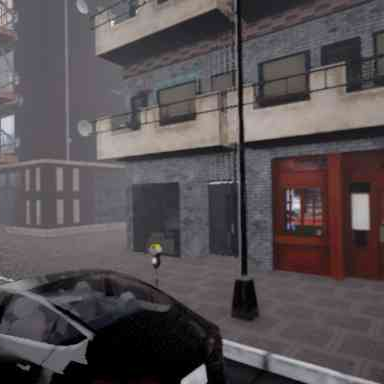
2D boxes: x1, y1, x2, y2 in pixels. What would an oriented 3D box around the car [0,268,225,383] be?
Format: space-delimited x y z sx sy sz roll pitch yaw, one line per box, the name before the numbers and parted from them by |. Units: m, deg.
car | -1.672 1.604 3.925 4.313 1.339 1.947 -1 -1 36
